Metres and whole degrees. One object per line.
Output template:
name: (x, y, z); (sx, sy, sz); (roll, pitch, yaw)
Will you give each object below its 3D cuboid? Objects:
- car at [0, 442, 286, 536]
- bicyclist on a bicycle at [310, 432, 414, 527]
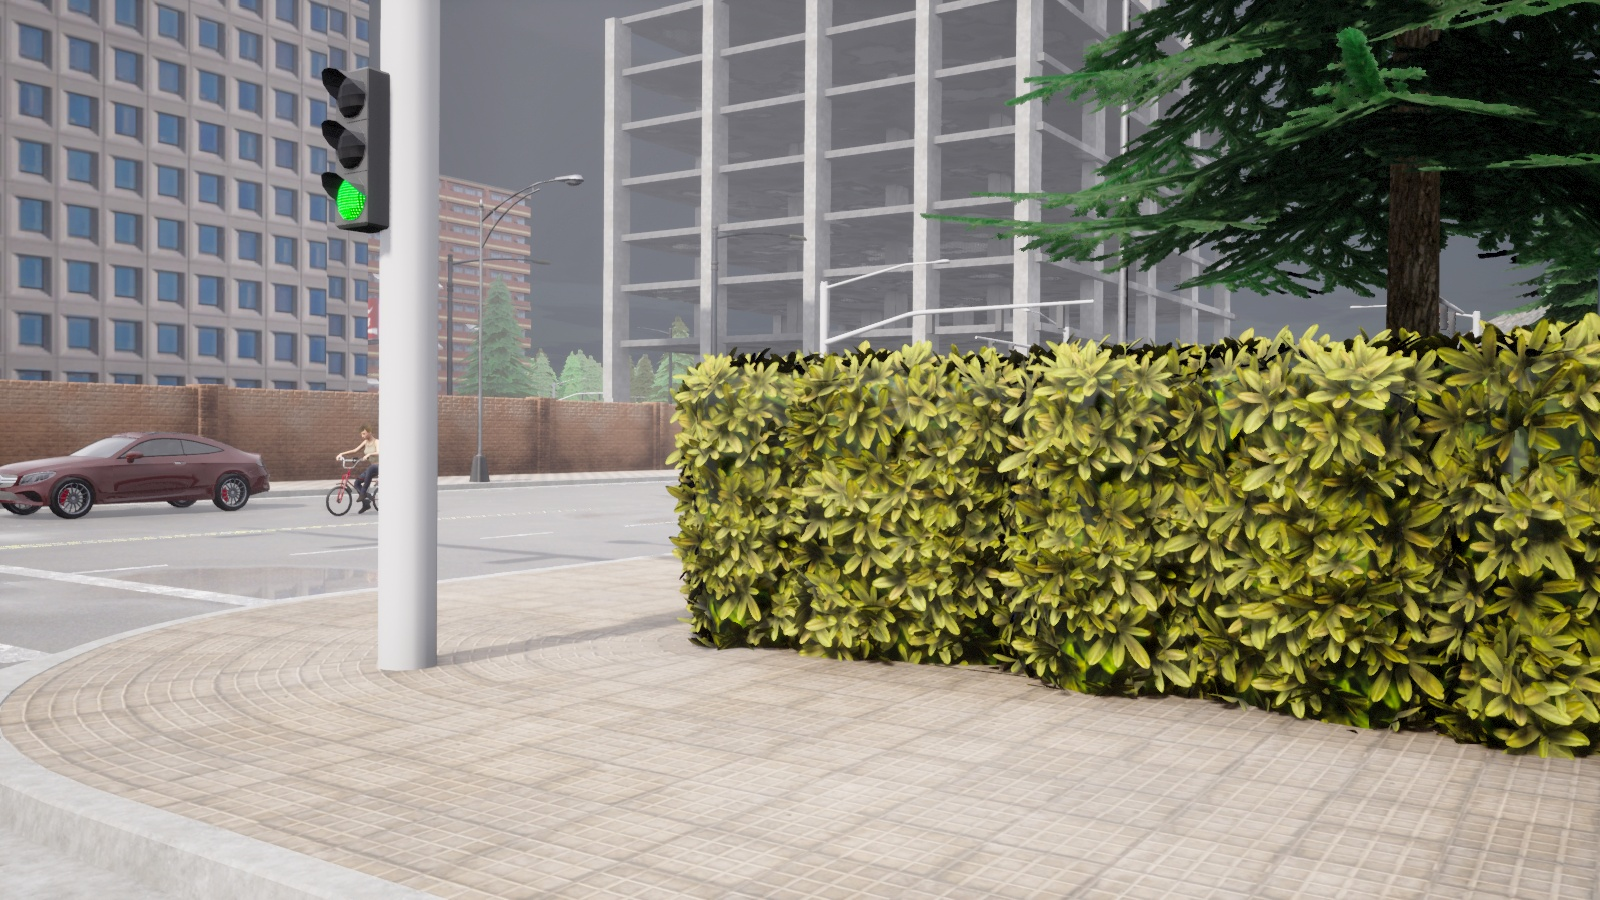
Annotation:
car: (-11.841, 0.613, 22.469); (1.812, 1.442, 4.674); (0, 1, 33)
bicyclist on a bicycle: (-7.757, 0.489, 22.290); (0.866, 1.612, 1.509); (0, 1, 34)
